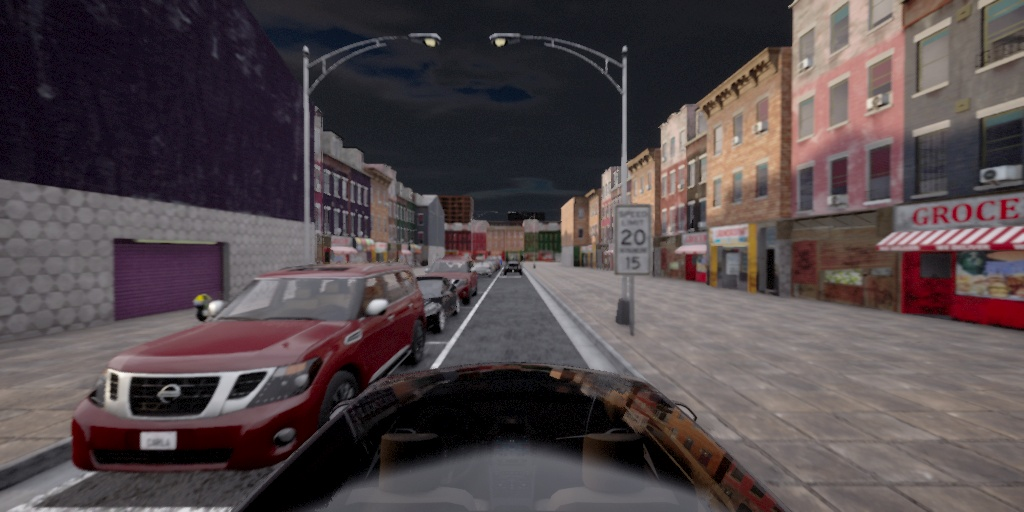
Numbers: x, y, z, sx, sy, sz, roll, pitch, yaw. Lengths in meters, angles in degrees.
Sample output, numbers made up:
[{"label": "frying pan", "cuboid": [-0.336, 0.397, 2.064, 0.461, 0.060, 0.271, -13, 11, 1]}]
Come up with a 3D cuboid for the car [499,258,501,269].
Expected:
[{"label": "car", "cuboid": [-2.620, 1.184, 43.183, 1.948, 1.339, 4.313, 0, 0, 0]}]

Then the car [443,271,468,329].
[{"label": "car", "cuboid": [-2.634, 1.284, 10.622, 1.948, 1.339, 4.313, 0, 0, 0]}]

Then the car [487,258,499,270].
[{"label": "car", "cuboid": [-2.623, 1.159, 37.587, 1.751, 1.417, 4.829, 0, 0, 0]}]

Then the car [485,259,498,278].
[{"label": "car", "cuboid": [-2.625, 1.199, 32.329, 2.007, 1.370, 4.403, 0, 0, 0]}]

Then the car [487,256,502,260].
[{"label": "car", "cuboid": [-2.618, 0.918, 48.610, 2.192, 1.841, 5.009, 0, 0, 0]}]

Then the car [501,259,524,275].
[{"label": "car", "cuboid": [0.116, 1.143, 36.523, 1.837, 1.490, 4.892, 0, 0, 0]}]

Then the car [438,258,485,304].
[{"label": "car", "cuboid": [-2.632, 1.014, 16.049, 2.192, 1.841, 5.009, 0, 0, 0]}]

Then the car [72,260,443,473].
[{"label": "car", "cuboid": [-2.636, 1.052, 5.196, 2.192, 1.841, 5.009, 0, 0, 0]}]
